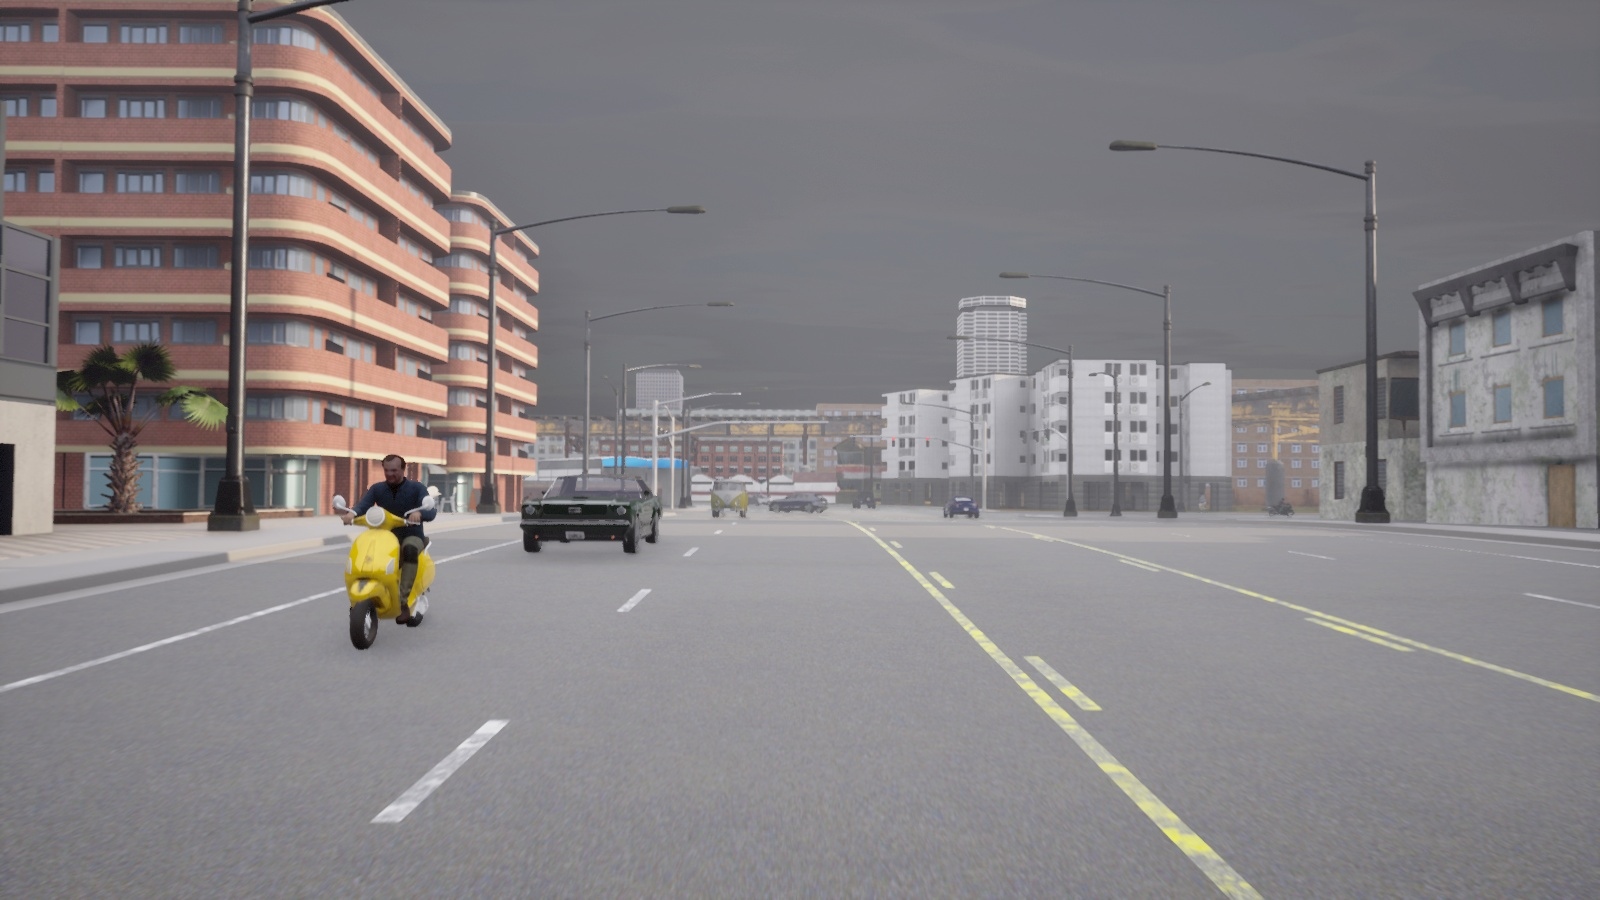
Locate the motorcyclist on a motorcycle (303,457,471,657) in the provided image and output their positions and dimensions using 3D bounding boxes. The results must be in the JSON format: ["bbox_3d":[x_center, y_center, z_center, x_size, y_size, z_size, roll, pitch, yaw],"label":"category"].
[{"bbox_3d":[-3.524,0.858,10.898,0.866,1.590,1.817,0,0,0],"label":"motorcyclist on a motorcycle"}]

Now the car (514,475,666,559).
[{"bbox_3d":[-3.554,1.094,22.080,1.895,1.301,4.718,0,-1,0],"label":"car"}]

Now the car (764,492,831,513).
[{"bbox_3d":[-0.178,4.119,98.374,4.856,1.649,2.033,-1,-3,28],"label":"car"}]

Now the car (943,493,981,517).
[{"bbox_3d":[10.306,3.522,80.177,1.812,1.442,4.674,0,-3,0],"label":"car"}]

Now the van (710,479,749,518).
[{"bbox_3d":[-3.663,2.557,65.715,1.775,1.987,4.442,0,-3,0],"label":"van"}]
